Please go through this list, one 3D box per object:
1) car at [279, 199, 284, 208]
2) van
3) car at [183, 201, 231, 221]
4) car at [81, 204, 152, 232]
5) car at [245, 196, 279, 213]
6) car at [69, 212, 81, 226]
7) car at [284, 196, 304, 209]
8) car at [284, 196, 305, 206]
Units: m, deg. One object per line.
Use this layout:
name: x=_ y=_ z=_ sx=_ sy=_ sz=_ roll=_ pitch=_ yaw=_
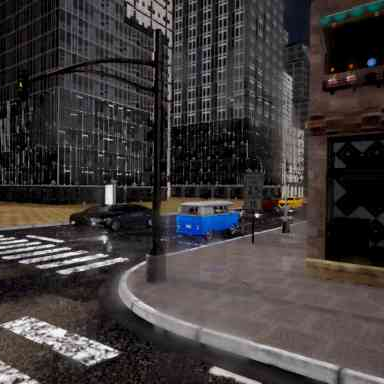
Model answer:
car: x=10.166 y=1.293 z=44.363 sx=1.967 sy=1.590 sz=4.097 roll=1 pitch=1 yaw=36
van: x=0.915 y=1.368 z=16.979 sx=1.690 sy=1.788 sz=3.998 roll=1 pitch=1 yaw=36
car: x=1.302 y=1.487 z=27.502 sx=1.994 sy=1.385 sz=4.181 roll=1 pitch=1 yaw=35
car: x=-3.971 y=1.466 z=20.102 sx=1.812 sy=1.442 sz=4.674 roll=1 pitch=1 yaw=37
car: x=7.131 y=1.258 z=35.637 sx=2.097 sy=1.767 sz=4.553 roll=1 pitch=1 yaw=36
car: x=-5.908 y=1.467 z=21.851 sx=1.947 sy=1.339 sz=4.313 roll=1 pitch=1 yaw=36
car: x=12.994 y=1.369 z=43.784 sx=1.882 sy=1.535 sz=5.008 roll=1 pitch=1 yaw=36
car: x=16.496 y=1.363 z=53.232 sx=1.752 sy=1.417 sz=4.829 roll=1 pitch=1 yaw=36
